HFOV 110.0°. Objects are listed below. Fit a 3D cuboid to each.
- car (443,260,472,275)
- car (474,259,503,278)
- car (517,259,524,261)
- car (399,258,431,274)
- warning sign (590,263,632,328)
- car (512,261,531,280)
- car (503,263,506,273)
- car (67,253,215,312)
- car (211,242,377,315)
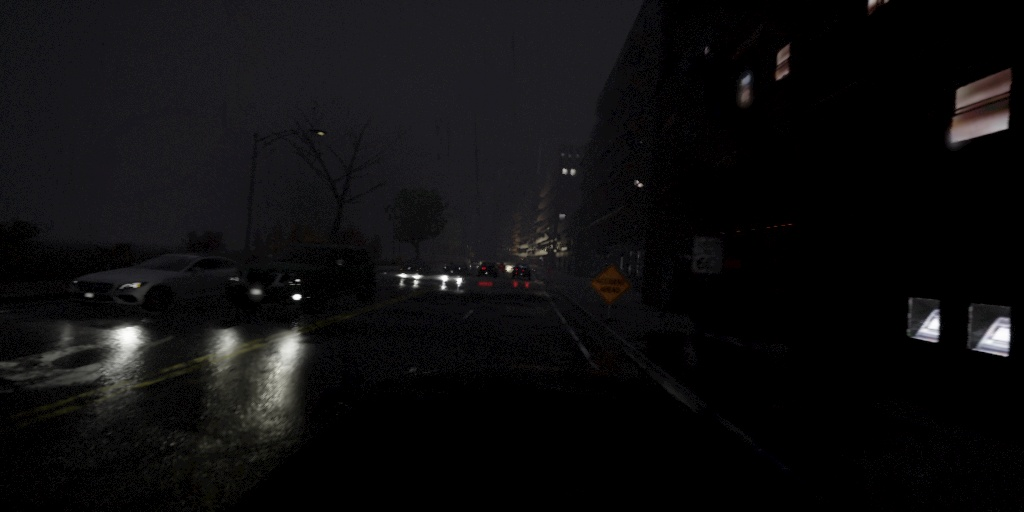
[{"bbox_3d":[-5.614,1.222,36.335,1.895,1.301,4.718,4,0,2],"label":"car"},{"bbox_3d":[-2.279,1.365,36.064,1.837,1.490,4.892,4,0,2],"label":"car"},{"bbox_3d":[1.371,1.583,49.907,2.097,1.767,4.553,4,-1,2],"label":"car"},{"bbox_3d":[-8.962,0.922,33.535,1.994,1.385,4.181,4,-1,2],"label":"car"},{"bbox_3d":[2.962,1.153,11.085,1.300,1.860,1.060,0,0,2],"label":"warning sign"},{"bbox_3d":[1.007,1.597,37.135,2.128,1.511,4.902,4,0,2],"label":"car"},{"bbox_3d":[-1.889,1.474,49.679,1.882,1.535,5.008,4,0,2],"label":"car"},{"bbox_3d":[-9.678,0.648,10.599,1.812,1.442,4.674,4,0,2],"label":"car"},{"bbox_3d":[-6.379,0.590,11.861,2.150,2.045,5.566,4,0,2],"label":"car"}]
